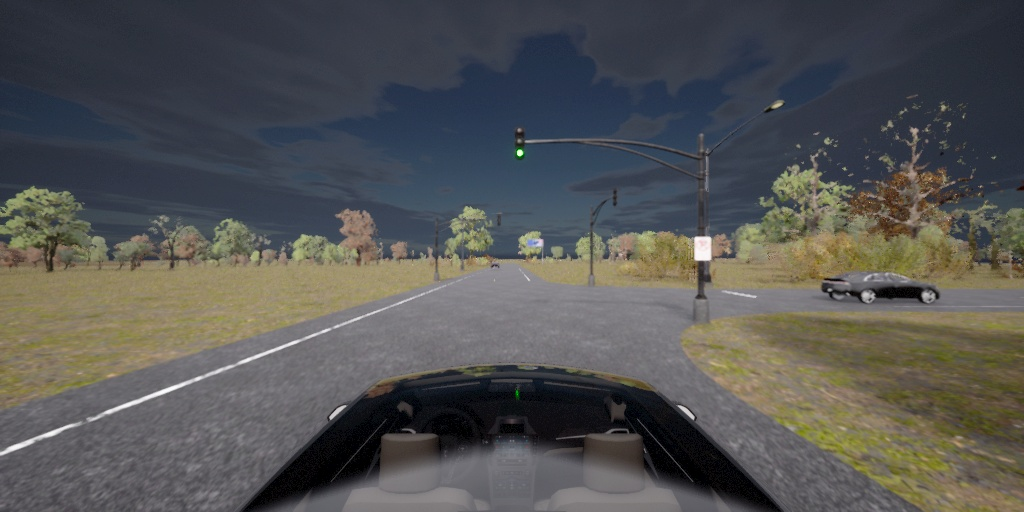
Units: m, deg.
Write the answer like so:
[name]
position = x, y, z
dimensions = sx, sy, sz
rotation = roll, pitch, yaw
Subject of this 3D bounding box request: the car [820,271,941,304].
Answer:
[car]
position = 18.338, 1.523, 17.950
dimensions = 4.902, 1.511, 2.128
rotation = 0, 0, 0
